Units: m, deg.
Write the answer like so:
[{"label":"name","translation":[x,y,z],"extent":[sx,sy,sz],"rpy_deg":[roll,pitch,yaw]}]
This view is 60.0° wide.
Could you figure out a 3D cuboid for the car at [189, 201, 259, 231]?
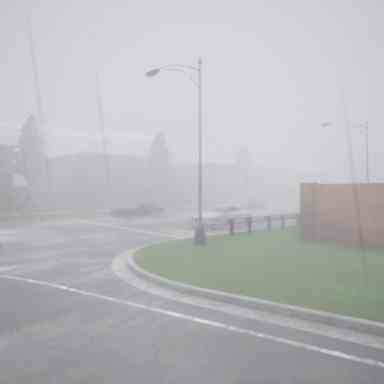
[{"label":"car","translation":[1.888,1.529,20.978],"extent":[4.674,1.442,1.812],"rpy_deg":[0,0,-43]}]

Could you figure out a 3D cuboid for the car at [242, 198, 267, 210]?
[{"label":"car","translation":[7.051,1.496,40.045],"extent":[4.902,1.511,2.128],"rpy_deg":[0,0,-43]}]

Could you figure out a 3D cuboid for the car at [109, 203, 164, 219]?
[{"label":"car","translation":[-4.812,1.607,29.106],"extent":[4.718,1.301,1.895],"rpy_deg":[0,0,-43]}]
